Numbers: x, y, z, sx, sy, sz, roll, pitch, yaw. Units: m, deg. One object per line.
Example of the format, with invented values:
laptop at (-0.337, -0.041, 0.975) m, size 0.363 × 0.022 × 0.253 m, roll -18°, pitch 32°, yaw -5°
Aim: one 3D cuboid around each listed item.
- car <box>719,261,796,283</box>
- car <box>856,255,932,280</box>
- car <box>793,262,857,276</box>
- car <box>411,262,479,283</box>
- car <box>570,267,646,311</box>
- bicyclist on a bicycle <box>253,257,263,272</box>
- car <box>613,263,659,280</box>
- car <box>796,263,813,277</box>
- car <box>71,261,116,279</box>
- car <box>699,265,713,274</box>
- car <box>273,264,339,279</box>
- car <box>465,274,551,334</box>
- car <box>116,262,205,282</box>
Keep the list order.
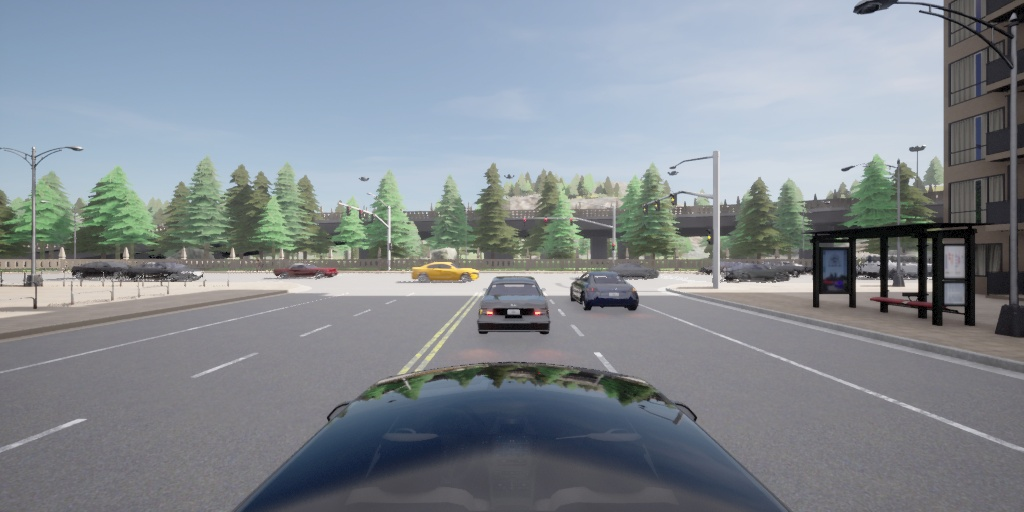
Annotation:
car at (17.972, 1.258, 26.518) m, size 4.181 × 1.385 × 1.994 m, roll 0°, pitch 0°, yaw 1°
car at (32.455, 0.916, 29.646) m, size 5.566 × 2.045 × 2.150 m, roll 0°, pitch 0°, yaw 4°
car at (31.984, 1.295, 36.729) m, size 4.718 × 1.301 × 1.895 m, roll 0°, pitch 0°, yaw 4°
car at (-4.967, 1.208, 26.819) m, size 5.008 × 1.535 × 1.882 m, roll 0°, pitch 0°, yaw 1°
car at (3.577, 1.314, 14.551) m, size 1.994 × 1.385 × 4.181 m, roll 0°, pitch 0°, yaw 0°
bicyclist on a bicycle at (-29.468, 0.995, 41.636) m, size 0.582 × 1.620 × 1.656 m, roll 0°, pitch 0°, yaw 1°
car at (10.101, 1.258, 30.122) m, size 4.181 × 1.385 × 1.994 m, roll 0°, pitch 0°, yaw 1°
car at (24.522, 1.186, 33.549) m, size 4.902 × 1.511 × 2.128 m, roll 0°, pitch 0°, yaw 2°
car at (-34.342, 1.172, 30.625) m, size 5.008 × 1.535 × 1.882 m, roll 0°, pitch 0°, yaw 0°
car at (22.405, 1.242, 37.129) m, size 5.357 × 1.411 × 2.033 m, roll 0°, pitch 0°, yaw 1°
car at (-17.415, 1.295, 30.490) m, size 4.718 × 1.301 × 1.895 m, roll 0°, pitch 0°, yaw 1°
car at (0.058, 1.297, 10.540) m, size 2.033 × 1.411 × 5.357 m, roll 0°, pitch 0°, yaw 1°
car at (-26.090, 1.186, 27.085) m, size 4.902 × 1.511 × 2.128 m, roll 0°, pitch 0°, yaw 0°
